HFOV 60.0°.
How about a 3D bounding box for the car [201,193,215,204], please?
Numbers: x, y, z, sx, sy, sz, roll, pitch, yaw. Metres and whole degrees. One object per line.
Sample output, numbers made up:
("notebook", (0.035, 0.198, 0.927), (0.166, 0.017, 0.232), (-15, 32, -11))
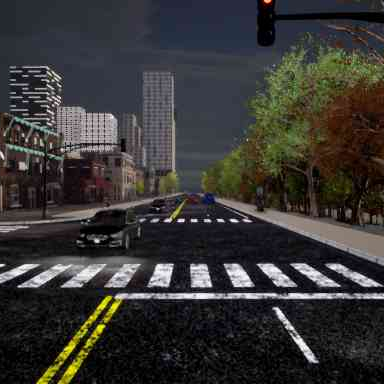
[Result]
("car", (3.217, 1.196, 63.808), (2.150, 2.045, 5.566), (0, 0, 0))

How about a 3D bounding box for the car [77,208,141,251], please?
("car", (-3.380, 1.501, 14.255), (1.837, 1.490, 4.892), (0, 0, 0))

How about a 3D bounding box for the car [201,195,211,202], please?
("car", (3.092, 1.446, 74.383), (1.882, 1.535, 5.008), (0, 0, 0))

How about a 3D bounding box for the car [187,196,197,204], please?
("car", (-0.025, 1.538, 64.189), (1.994, 1.385, 4.181), (0, 0, -1))

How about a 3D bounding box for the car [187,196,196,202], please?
("car", (-0.152, 1.522, 74.141), (1.994, 1.385, 4.181), (0, 0, 0))

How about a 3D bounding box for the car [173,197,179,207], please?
("car", (-3.450, 1.473, 50.470), (2.128, 1.511, 4.902), (0, 0, 0))

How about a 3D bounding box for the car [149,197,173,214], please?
("car", (-3.425, 1.493, 35.553), (1.837, 1.490, 4.892), (0, 0, 0))
